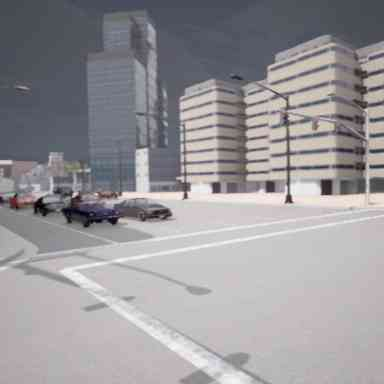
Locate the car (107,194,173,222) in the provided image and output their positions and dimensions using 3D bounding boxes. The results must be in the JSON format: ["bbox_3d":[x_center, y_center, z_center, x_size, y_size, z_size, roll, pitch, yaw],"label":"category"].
[{"bbox_3d":[-3.409,1.068,22.018,2.033,1.411,5.357,-2,2,-37],"label":"car"}]

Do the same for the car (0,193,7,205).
[{"bbox_3d":[-24.243,0.915,43.773,1.812,1.442,4.674,-2,2,-37],"label":"car"}]

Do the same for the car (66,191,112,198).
[{"bbox_3d":[-9.348,0.918,29.837,1.882,1.535,5.008,-2,2,-37],"label":"car"}]

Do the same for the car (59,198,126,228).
[{"bbox_3d":[-5.998,1.238,19.644,1.895,1.301,4.718,-2,2,-37],"label":"car"}]

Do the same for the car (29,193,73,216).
[{"bbox_3d":[-11.429,1.089,26.812,1.812,1.442,4.674,-2,2,-37],"label":"car"}]

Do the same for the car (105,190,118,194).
[{"bbox_3d":[-13.293,0.449,52.736,1.812,1.442,4.674,-2,2,-37],"label":"car"}]

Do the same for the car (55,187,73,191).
[{"bbox_3d":[-23.049,0.166,59.786,2.150,2.045,5.566,-2,2,-37],"label":"car"}]

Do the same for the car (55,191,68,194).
[{"bbox_3d":[-15.857,0.899,38.437,2.033,1.411,5.357,-2,2,-37],"label":"car"}]

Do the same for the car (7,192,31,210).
[{"bbox_3d":[-17.560,0.833,34.882,2.097,1.767,4.553,-2,2,-37],"label":"car"}]
